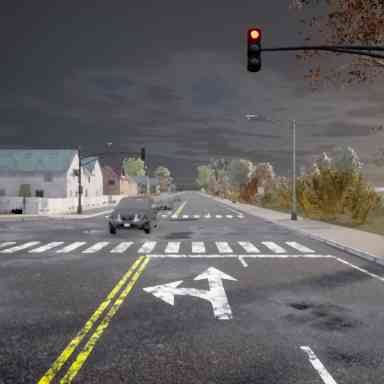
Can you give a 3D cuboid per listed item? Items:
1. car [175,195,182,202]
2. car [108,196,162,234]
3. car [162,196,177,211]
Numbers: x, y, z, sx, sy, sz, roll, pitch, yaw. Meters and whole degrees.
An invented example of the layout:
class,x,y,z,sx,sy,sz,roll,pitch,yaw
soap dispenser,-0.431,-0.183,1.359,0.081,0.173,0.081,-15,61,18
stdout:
class,x,y,z,sx,sy,sz,roll,pitch,yaw
car,-3.142,1.422,72.210,1.837,1.490,4.892,0,0,0
car,-3.221,1.268,19.267,2.150,2.045,5.566,0,0,0
car,-3.192,1.580,39.307,1.994,1.385,4.181,0,1,0
